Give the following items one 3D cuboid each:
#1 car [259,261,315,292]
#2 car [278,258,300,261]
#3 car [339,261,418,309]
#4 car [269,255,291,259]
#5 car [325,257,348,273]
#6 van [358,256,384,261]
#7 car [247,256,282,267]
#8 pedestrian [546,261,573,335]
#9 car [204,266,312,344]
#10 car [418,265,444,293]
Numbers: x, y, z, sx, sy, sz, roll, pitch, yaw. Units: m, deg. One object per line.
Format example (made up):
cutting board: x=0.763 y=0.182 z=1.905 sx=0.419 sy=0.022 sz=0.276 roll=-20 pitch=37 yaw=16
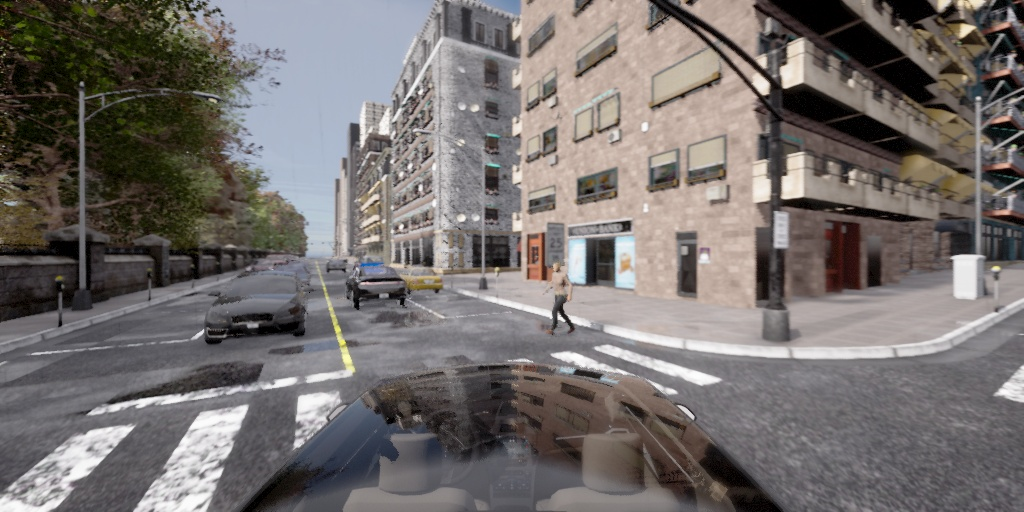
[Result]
car: x=-11.573 y=1.170 z=18.777 sx=2.033 sy=1.411 sz=5.357 roll=0 pitch=0 yaw=-29
car: x=-16.730 y=1.114 z=28.115 sx=2.033 sy=1.411 sz=5.357 roll=0 pitch=0 yaw=-29
car: x=-5.601 y=1.144 z=14.552 sx=2.128 sy=1.511 sz=4.902 roll=0 pitch=0 yaw=-29
car: x=-25.668 y=0.814 z=38.912 sx=2.192 sy=1.841 sz=5.009 roll=0 pitch=0 yaw=-29
car: x=-19.011 y=1.055 z=38.763 sx=2.033 sy=1.411 sz=5.357 roll=0 pitch=0 yaw=-29
van: x=-12.975 y=0.883 z=33.277 sx=1.690 sy=1.789 sz=3.998 roll=0 pitch=0 yaw=-29
car: x=-20.308 y=0.996 z=29.219 sx=1.967 sy=1.591 sz=4.097 roll=0 pitch=0 yaw=-29
pedestrian: x=1.143 y=0.987 z=8.675 sx=0.375 sy=1.860 sz=0.375 roll=0 pitch=0 yaw=-29
car: x=-6.516 y=1.184 z=9.574 sx=1.837 sy=1.490 sz=4.892 roll=0 pitch=0 yaw=-28
car: x=-5.017 y=1.156 z=18.884 sx=1.751 sy=1.417 sz=4.829 roll=0 pitch=0 yaw=-29
